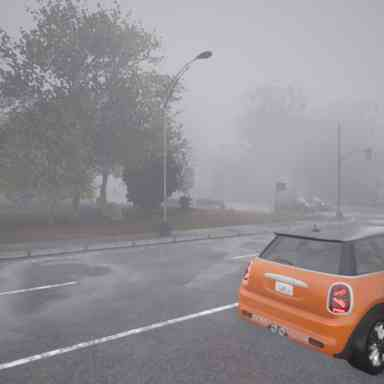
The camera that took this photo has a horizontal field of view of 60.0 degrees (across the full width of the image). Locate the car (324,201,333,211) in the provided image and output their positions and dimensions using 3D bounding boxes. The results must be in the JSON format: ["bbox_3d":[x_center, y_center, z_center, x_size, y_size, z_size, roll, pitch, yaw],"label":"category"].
[{"bbox_3d":[13.445,1.258,37.425,2.097,1.767,4.553,0,0,-38],"label":"car"}]

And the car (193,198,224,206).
[{"bbox_3d":[2.713,1.509,51.183,1.895,1.301,4.718,0,0,-38],"label":"car"}]

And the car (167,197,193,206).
[{"bbox_3d":[-1.965,1.469,51.491,2.033,1.411,5.357,0,0,-38],"label":"car"}]

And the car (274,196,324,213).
[{"bbox_3d":[10.942,1.271,34.943,2.097,1.767,4.553,0,0,-38],"label":"car"}]

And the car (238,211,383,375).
[{"bbox_3d":[3.013,1.347,5.825,4.553,1.767,2.097,0,0,-35],"label":"car"}]
